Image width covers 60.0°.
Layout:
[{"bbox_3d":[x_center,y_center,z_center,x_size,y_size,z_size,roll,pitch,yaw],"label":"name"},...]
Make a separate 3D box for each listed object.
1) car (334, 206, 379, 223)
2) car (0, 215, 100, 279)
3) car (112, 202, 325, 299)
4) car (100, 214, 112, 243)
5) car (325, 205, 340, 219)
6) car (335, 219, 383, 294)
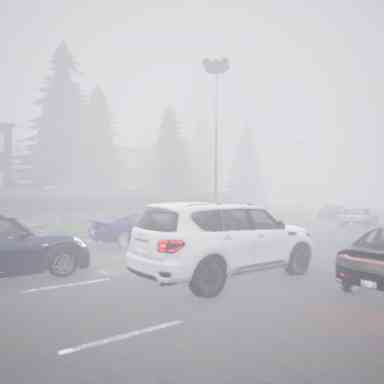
[{"bbox_3d":[12.388,1.874,24.581,1.895,1.301,4.718,0,0,40],"label":"car"},{"bbox_3d":[-5.098,1.374,8.761,4.553,1.767,2.097,1,-1,-36],"label":"car"},{"bbox_3d":[0.977,1.292,8.924,5.566,2.045,2.150,1,0,-38],"label":"car"},{"bbox_3d":[-2.206,1.570,15.359,5.008,1.535,1.882,1,0,-39],"label":"car"},{"bbox_3d":[13.484,1.897,31.779,1.994,1.385,4.181,0,0,36],"label":"car"},{"bbox_3d":[5.280,1.589,7.961,4.902,1.511,2.128,1,0,-40],"label":"car"}]
